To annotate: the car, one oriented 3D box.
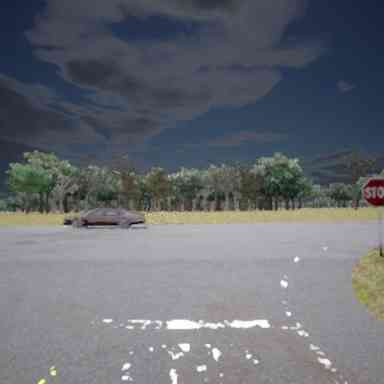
[{"bbox_3d":[-5.743,1.725,22.390,5.357,1.411,2.033,0,-2,0],"label":"car"}]
